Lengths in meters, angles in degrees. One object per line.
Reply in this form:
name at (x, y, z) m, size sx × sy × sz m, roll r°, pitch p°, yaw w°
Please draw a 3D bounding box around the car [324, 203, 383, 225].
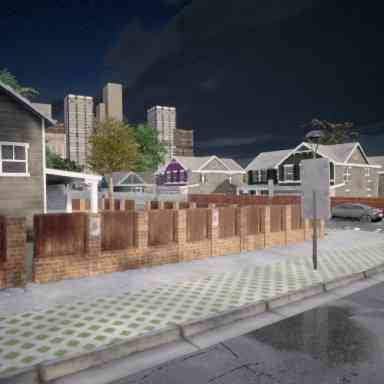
car at (10.946, 1.440, 23.242) m, size 4.181 × 1.385 × 1.994 m, roll 1°, pitch 2°, yaw 44°
